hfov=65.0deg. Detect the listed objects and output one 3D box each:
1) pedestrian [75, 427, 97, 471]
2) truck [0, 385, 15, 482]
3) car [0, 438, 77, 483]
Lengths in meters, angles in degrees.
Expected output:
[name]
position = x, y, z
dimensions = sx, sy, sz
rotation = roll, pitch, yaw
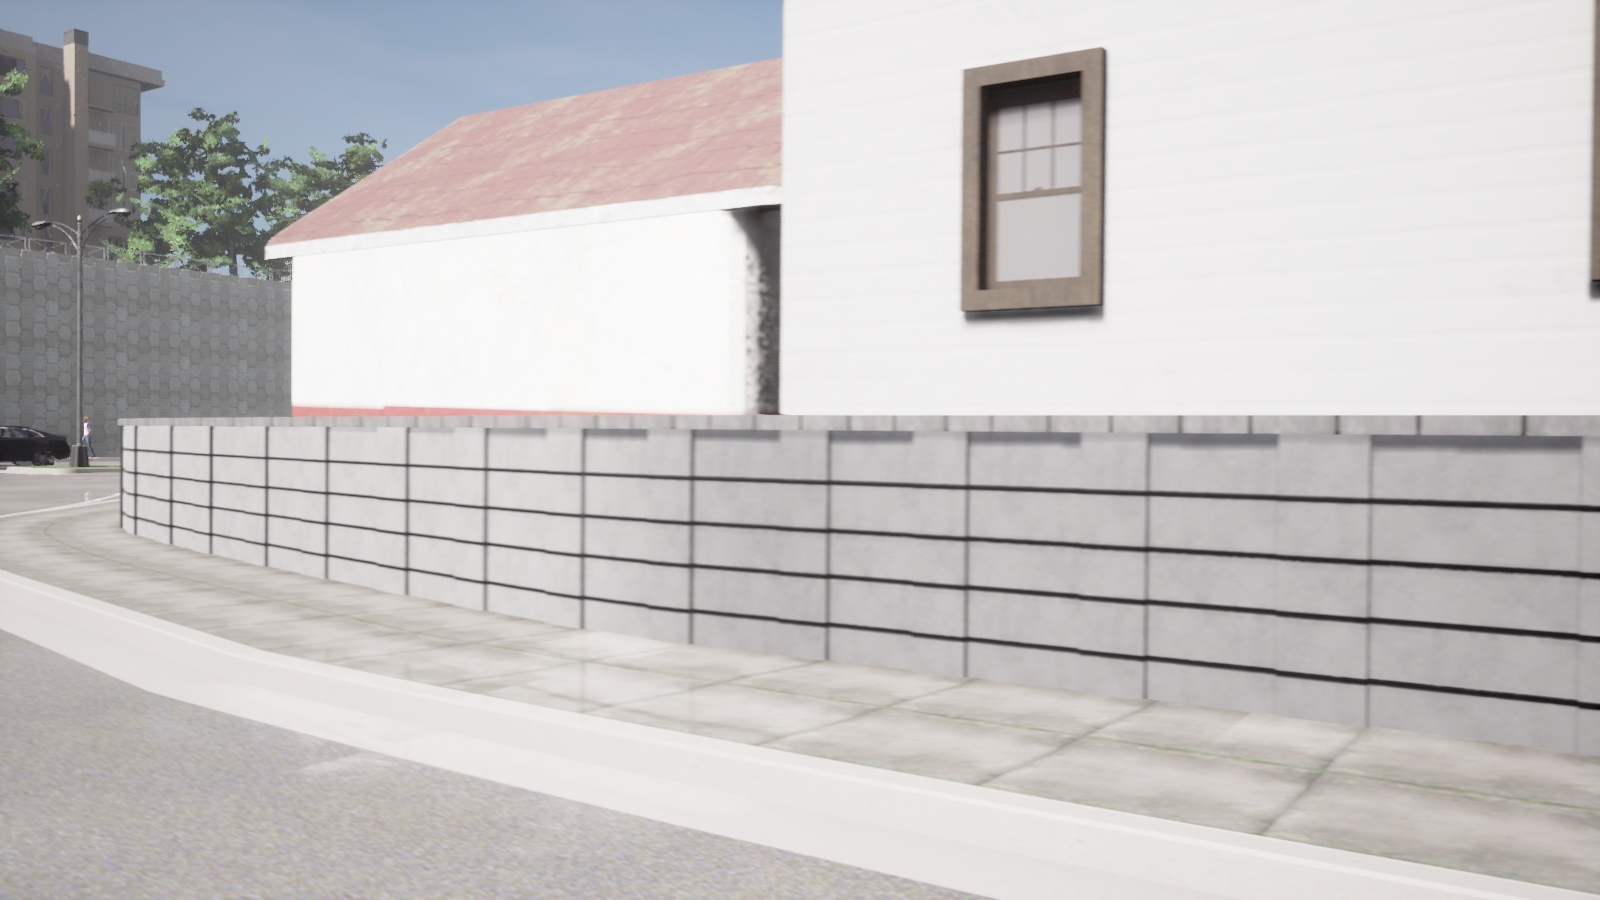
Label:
[pedestrian]
position = -30.225, -0.060, 53.154
dimensions = 0.354, 1.836, 0.706
rotation = 0, 1, 30
[truck]
position = -31.946, -0.546, 43.130
dimensions = 2.891, 3.462, 7.936
rotation = 0, 1, 43
[car]
position = -27.584, 0.360, 42.561
dimensions = 2.128, 1.511, 4.902
rotation = 0, 1, 37
